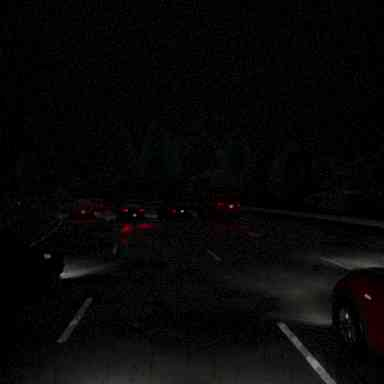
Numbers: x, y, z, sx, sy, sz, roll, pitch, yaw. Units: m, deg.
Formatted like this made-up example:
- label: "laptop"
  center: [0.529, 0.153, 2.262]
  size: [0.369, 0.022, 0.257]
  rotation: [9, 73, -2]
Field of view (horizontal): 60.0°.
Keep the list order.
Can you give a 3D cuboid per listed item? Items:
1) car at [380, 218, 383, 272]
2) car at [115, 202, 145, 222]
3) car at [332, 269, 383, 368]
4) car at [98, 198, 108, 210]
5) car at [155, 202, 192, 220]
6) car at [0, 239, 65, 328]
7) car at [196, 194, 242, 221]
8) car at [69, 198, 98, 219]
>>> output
- label: "car"
  center: [6.453, 1.478, 7.020]
  size: [1.837, 1.490, 4.892]
  rotation: [0, 0, -5]
- label: "car"
  center: [-4.958, 1.505, 26.518]
  size: [1.812, 1.442, 4.674]
  rotation: [0, 0, -19]
- label: "car"
  center: [3.236, 1.339, 3.266]
  size: [2.097, 1.767, 4.553]
  rotation: [0, 0, -2]
- label: "car"
  center: [-11.870, 1.457, 41.160]
  size: [1.882, 1.535, 5.008]
  rotation: [0, 0, -30]
- label: "car"
  center: [-1.614, 1.516, 27.802]
  size: [2.033, 1.411, 5.357]
  rotation: [0, 0, -20]
- label: "car"
  center: [-3.840, 1.550, 5.796]
  size: [2.033, 1.411, 5.357]
  rotation: [0, 0, -6]
- label: "car"
  center: [2.125, 1.180, 27.522]
  size: [2.150, 2.045, 5.566]
  rotation: [0, 0, -18]
- label: "car"
  center: [-9.781, 1.466, 29.395]
  size: [1.882, 1.535, 5.008]
  rotation: [0, 0, -22]
